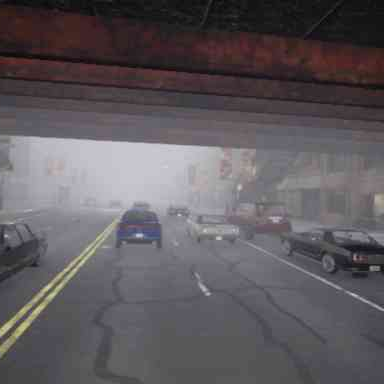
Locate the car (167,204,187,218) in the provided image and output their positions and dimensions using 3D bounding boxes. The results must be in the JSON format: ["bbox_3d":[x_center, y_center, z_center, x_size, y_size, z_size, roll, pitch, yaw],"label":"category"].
[{"bbox_3d":[-1.470,1.834,32.717,1.895,1.301,4.718,2,-1,-9],"label":"car"}]

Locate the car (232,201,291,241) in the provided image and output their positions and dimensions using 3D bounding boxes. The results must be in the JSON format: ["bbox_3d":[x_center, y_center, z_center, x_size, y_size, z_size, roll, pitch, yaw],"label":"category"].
[{"bbox_3d":[3.638,1.518,18.800,2.435,2.045,5.566,2,-1,-9],"label":"car"}]

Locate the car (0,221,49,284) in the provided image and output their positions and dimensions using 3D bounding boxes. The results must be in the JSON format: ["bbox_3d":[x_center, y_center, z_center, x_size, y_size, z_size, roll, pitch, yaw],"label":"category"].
[{"bbox_3d":[-5.111,1.443,8.238,2.033,1.411,5.357,2,-1,-8],"label":"car"}]

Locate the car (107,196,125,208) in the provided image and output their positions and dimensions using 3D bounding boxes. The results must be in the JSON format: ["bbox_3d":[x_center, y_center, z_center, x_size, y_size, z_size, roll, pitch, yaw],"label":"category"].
[{"bbox_3d":[-11.021,1.633,47.787,1.895,1.301,4.718,2,-1,-8],"label":"car"}]

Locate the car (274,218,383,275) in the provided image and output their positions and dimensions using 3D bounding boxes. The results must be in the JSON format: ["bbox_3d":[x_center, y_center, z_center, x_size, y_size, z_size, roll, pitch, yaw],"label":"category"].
[{"bbox_3d":[4.777,1.861,11.491,1.895,1.301,4.718,2,-1,-9],"label":"car"}]

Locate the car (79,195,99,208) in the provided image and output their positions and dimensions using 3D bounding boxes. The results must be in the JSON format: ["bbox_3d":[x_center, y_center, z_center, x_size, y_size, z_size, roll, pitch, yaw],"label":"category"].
[{"bbox_3d":[-14.526,1.413,47.617,1.837,1.490,4.892,2,0,-8],"label":"car"}]

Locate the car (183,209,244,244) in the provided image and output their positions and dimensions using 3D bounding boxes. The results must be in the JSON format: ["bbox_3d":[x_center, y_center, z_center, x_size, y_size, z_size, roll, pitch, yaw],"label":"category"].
[{"bbox_3d":[0.892,1.780,17.054,1.895,1.301,4.718,2,-1,-8],"label":"car"}]

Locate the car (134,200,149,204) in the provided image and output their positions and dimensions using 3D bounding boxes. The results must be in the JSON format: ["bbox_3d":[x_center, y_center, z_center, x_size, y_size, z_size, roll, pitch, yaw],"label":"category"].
[{"bbox_3d":[-5.170,1.619,33.810,1.837,1.490,4.892,2,0,-9],"label":"car"}]

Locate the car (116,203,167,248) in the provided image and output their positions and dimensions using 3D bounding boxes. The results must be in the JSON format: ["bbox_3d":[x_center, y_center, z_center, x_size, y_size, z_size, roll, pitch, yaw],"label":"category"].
[{"bbox_3d":[-2.373,1.528,15.242,1.882,1.535,5.008,2,-1,-8],"label":"car"}]
